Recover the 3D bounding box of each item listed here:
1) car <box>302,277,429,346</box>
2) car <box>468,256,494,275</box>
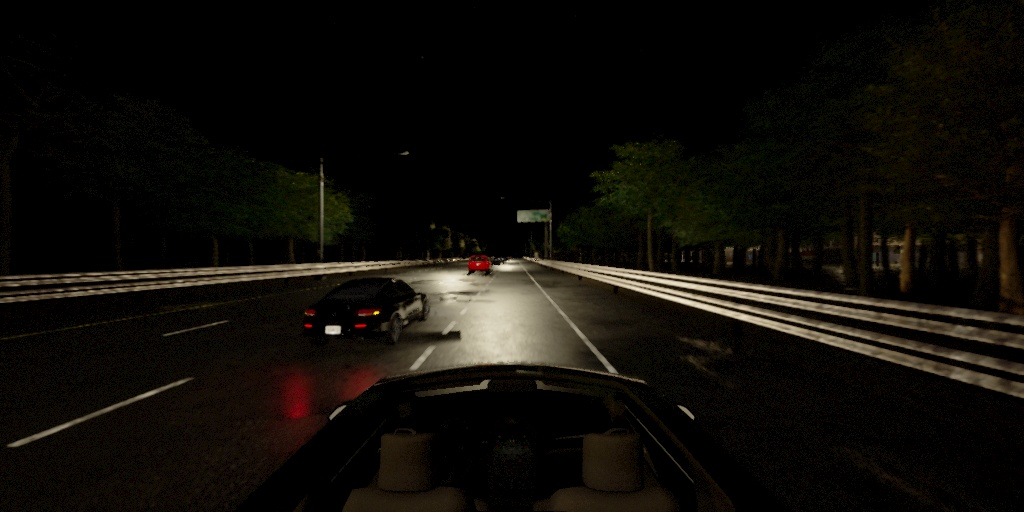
[{"bbox_3d":[-3.497,1.277,9.315,1.812,1.442,4.674,0,0,0],"label":"car"},{"bbox_3d":[-3.426,0.979,38.537,2.150,2.045,5.566,0,0,0],"label":"car"}]
